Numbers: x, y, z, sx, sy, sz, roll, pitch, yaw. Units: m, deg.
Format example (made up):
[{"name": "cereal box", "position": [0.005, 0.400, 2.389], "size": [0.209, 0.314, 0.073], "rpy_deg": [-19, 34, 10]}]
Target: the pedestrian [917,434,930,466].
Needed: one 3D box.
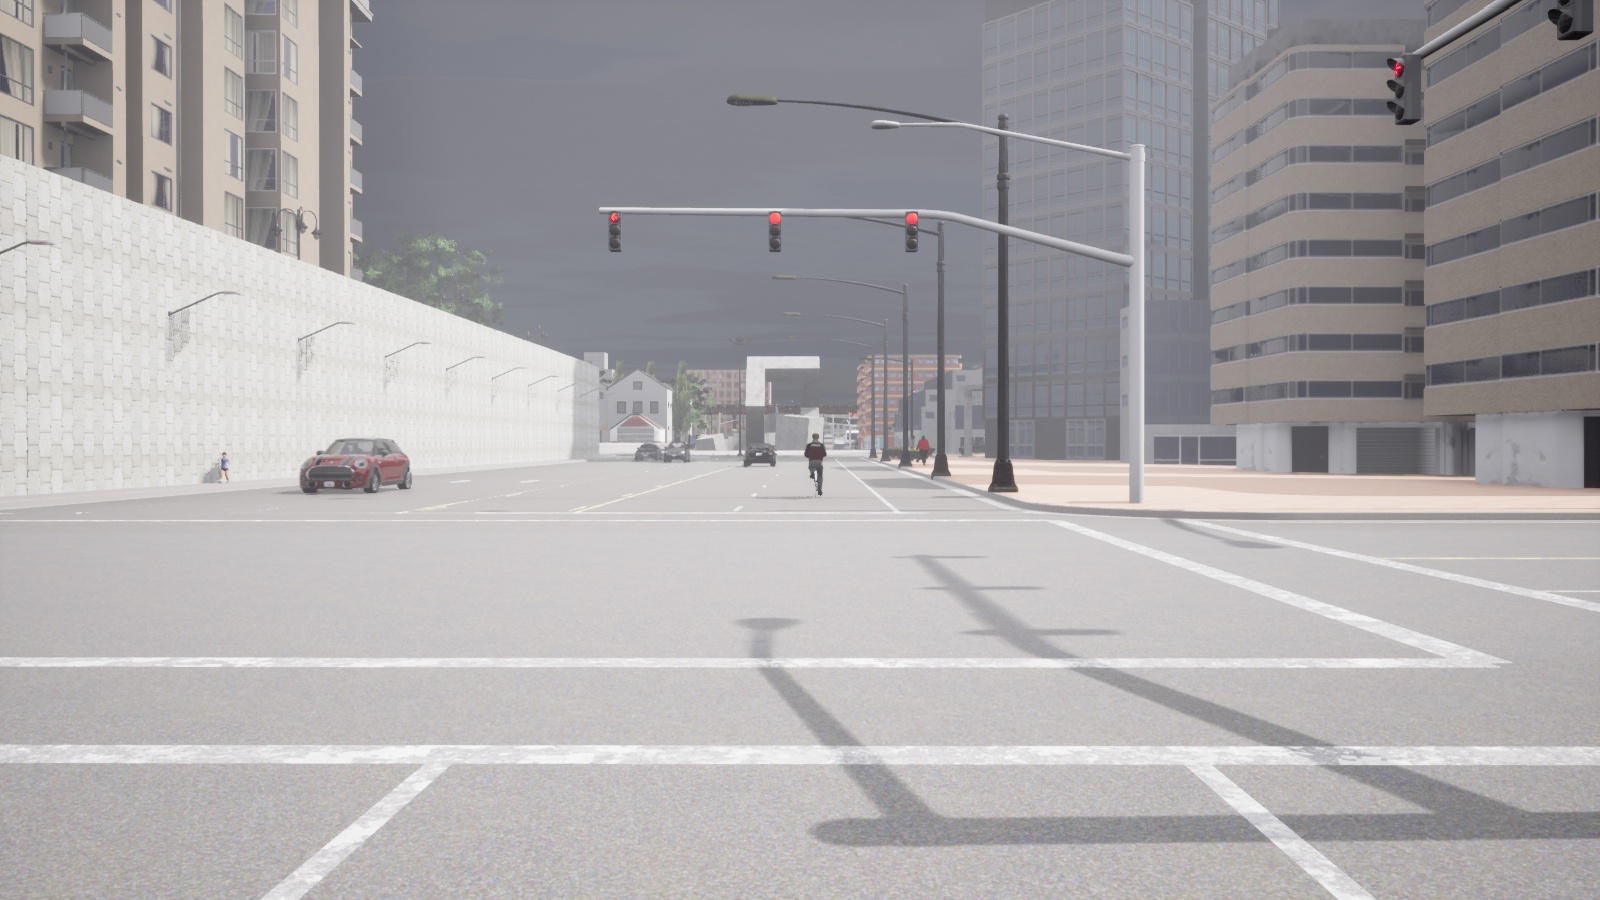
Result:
[{"name": "pedestrian", "position": [7.221, -0.006, 73.309], "size": [0.634, 1.844, 0.899], "rpy_deg": [0, 0, -2]}]

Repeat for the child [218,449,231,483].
[{"name": "child", "position": [-19.265, 0.529, 42.023], "size": [0.255, 1.110, 0.394], "rpy_deg": [0, 0, 3]}]

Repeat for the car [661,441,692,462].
[{"name": "car", "position": [-9.320, 0.101, 94.939], "size": [1.851, 1.617, 3.988], "rpy_deg": [0, 0, 1]}]

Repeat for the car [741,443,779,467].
[{"name": "car", "position": [-2.507, 0.294, 79.864], "size": [2.163, 1.488, 4.792], "rpy_deg": [0, 0, 1]}]

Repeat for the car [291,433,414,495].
[{"name": "car", "position": [-13.522, 0.378, 38.272], "size": [2.097, 1.767, 4.553], "rpy_deg": [0, 0, 1]}]
